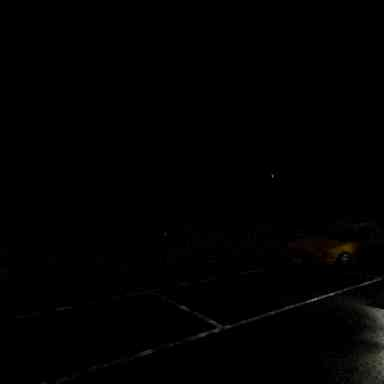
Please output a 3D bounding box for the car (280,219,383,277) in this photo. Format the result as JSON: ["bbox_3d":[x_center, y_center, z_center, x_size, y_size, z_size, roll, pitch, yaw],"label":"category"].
[{"bbox_3d":[4.767,1.525,10.203,4.829,1.417,1.752,0,-1,-34],"label":"car"}]
